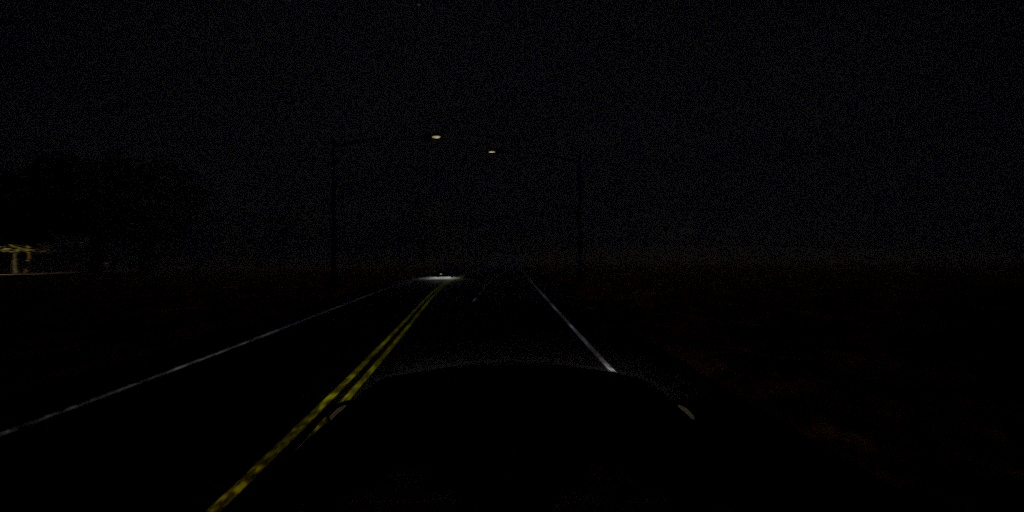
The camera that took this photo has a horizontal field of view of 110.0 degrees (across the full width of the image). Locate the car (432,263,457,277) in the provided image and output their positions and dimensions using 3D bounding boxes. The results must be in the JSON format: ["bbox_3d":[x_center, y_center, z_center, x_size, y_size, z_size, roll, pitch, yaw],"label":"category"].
[{"bbox_3d":[-7.273,1.488,39.263,2.033,1.411,5.357,0,0,0],"label":"car"}]
